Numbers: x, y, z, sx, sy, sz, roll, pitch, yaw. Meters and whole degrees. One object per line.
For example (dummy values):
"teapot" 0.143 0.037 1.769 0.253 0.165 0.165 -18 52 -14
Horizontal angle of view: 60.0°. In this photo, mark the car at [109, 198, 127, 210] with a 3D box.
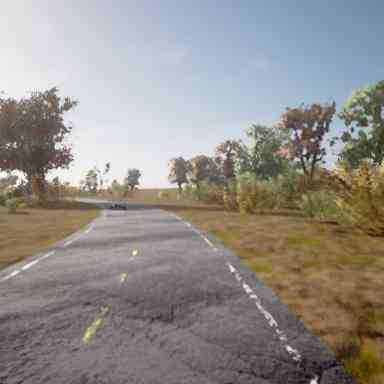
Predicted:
"car" -8.788 1.386 39.189 1.994 1.385 4.181 0 0 -16
